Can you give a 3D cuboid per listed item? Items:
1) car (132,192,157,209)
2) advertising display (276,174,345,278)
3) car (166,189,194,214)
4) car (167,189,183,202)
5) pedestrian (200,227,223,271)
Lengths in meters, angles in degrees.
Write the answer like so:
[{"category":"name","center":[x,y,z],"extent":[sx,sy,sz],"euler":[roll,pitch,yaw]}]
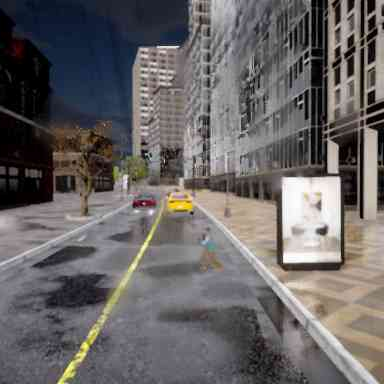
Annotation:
[{"category":"car","center":[-4.140,0.726,29.469],"extent":[1.994,1.385,4.181],"euler":[0,2,-4]},{"category":"advertising display","center":[2.826,0.799,7.967],"extent":[1.540,2.440,0.280],"euler":[-1,1,-2]},{"category":"car","center":[-0.923,0.766,25.109],"extent":[1.882,1.535,5.008],"euler":[0,2,-3]},{"category":"car","center":[-2.159,0.370,40.757],"extent":[1.812,1.442,4.674],"euler":[0,1,-5]},{"category":"pedestrian","center":[0.465,1.436,8.353],"extent":[0.500,1.100,0.500],"euler":[1,1,-5]}]
